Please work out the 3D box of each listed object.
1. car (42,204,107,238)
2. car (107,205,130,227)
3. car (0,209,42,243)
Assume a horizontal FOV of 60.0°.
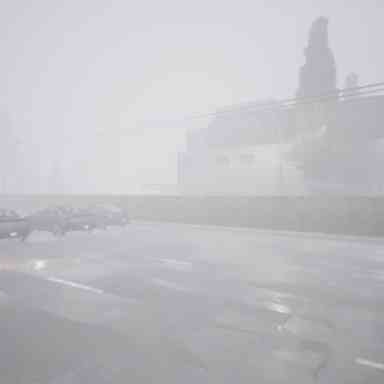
[{"bbox_3d":[-7.127,1.483,17.662,4.902,1.511,2.128,0,0,36],"label":"car"},{"bbox_3d":[-5.933,1.516,21.098,4.674,1.442,1.812,0,0,35],"label":"car"},{"bbox_3d":[-9.153,1.483,14.807,4.902,1.511,2.128,0,0,36],"label":"car"}]
